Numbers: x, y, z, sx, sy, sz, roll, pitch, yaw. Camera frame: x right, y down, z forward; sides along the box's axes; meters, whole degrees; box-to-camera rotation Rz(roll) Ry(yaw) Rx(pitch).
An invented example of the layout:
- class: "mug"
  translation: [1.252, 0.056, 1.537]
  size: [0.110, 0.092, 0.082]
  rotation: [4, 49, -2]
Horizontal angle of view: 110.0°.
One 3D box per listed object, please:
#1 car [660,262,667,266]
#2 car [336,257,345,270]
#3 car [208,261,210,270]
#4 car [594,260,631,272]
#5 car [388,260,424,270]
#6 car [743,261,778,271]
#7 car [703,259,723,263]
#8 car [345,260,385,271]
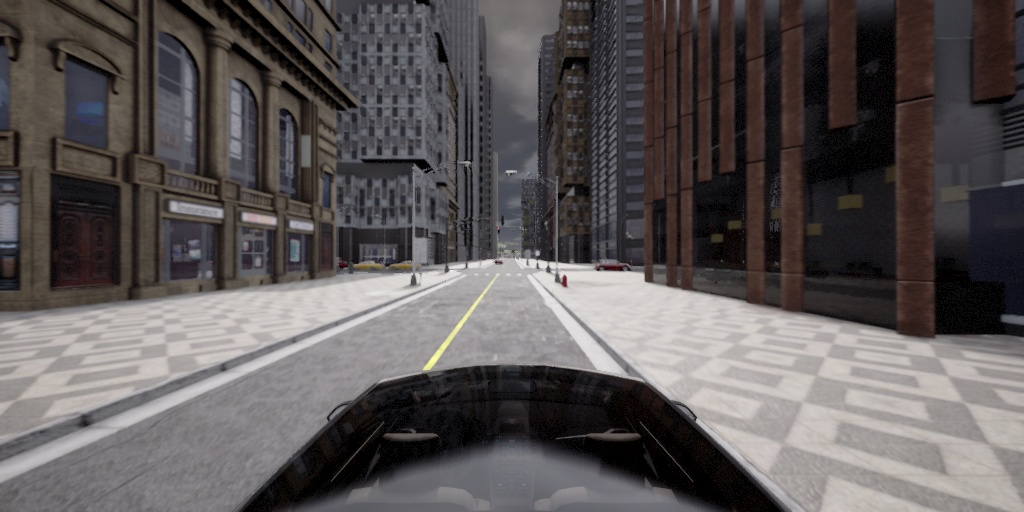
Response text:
- class: "car"
  translation: [23.143, 1.125, 50.768]
  size: [4.097, 1.591, 1.967]
  rotation: [0, 0, 0]
- class: "car"
  translation: [-26.052, 1.129, 51.062]
  size: [5.009, 1.841, 2.192]
  rotation: [0, 0, 0]
- class: "car"
  translation: [-40.628, 1.437, 45.334]
  size: [4.718, 1.301, 1.895]
  rotation: [0, 0, 1]
- class: "car"
  translation: [11.893, 1.126, 42.310]
  size: [4.097, 1.591, 1.967]
  rotation: [0, 0, 0]
- class: "car"
  translation: [-15.019, 1.309, 50.996]
  size: [4.829, 1.417, 1.751]
  rotation: [0, 0, 0]
- class: "car"
  translation: [28.720, 1.195, 42.209]
  size: [4.403, 1.370, 2.007]
  rotation: [0, 0, 0]
- class: "car"
  translation: [28.753, 1.111, 50.734]
  size: [4.097, 1.591, 1.967]
  rotation: [0, 0, 0]
- class: "car"
  translation: [-20.621, 1.324, 51.030]
  size: [4.829, 1.417, 1.751]
  rotation: [0, 0, 0]
